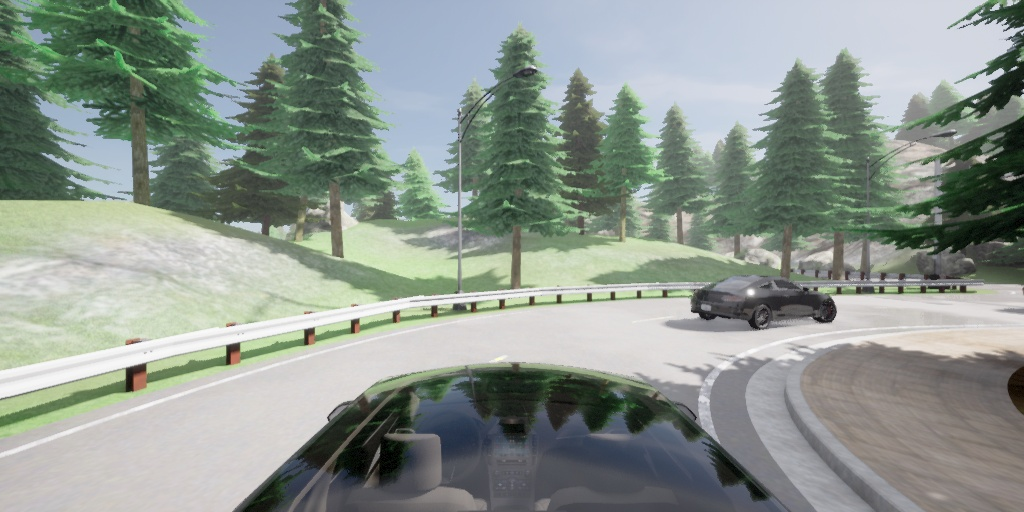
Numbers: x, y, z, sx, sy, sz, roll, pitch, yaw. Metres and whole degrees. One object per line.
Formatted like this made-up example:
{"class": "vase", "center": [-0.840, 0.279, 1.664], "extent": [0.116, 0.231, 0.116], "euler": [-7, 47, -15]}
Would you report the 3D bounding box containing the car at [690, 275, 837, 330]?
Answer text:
{"class": "car", "center": [7.602, 1.286, 10.906], "extent": [4.674, 1.442, 1.812], "euler": [0, 0, -21]}
